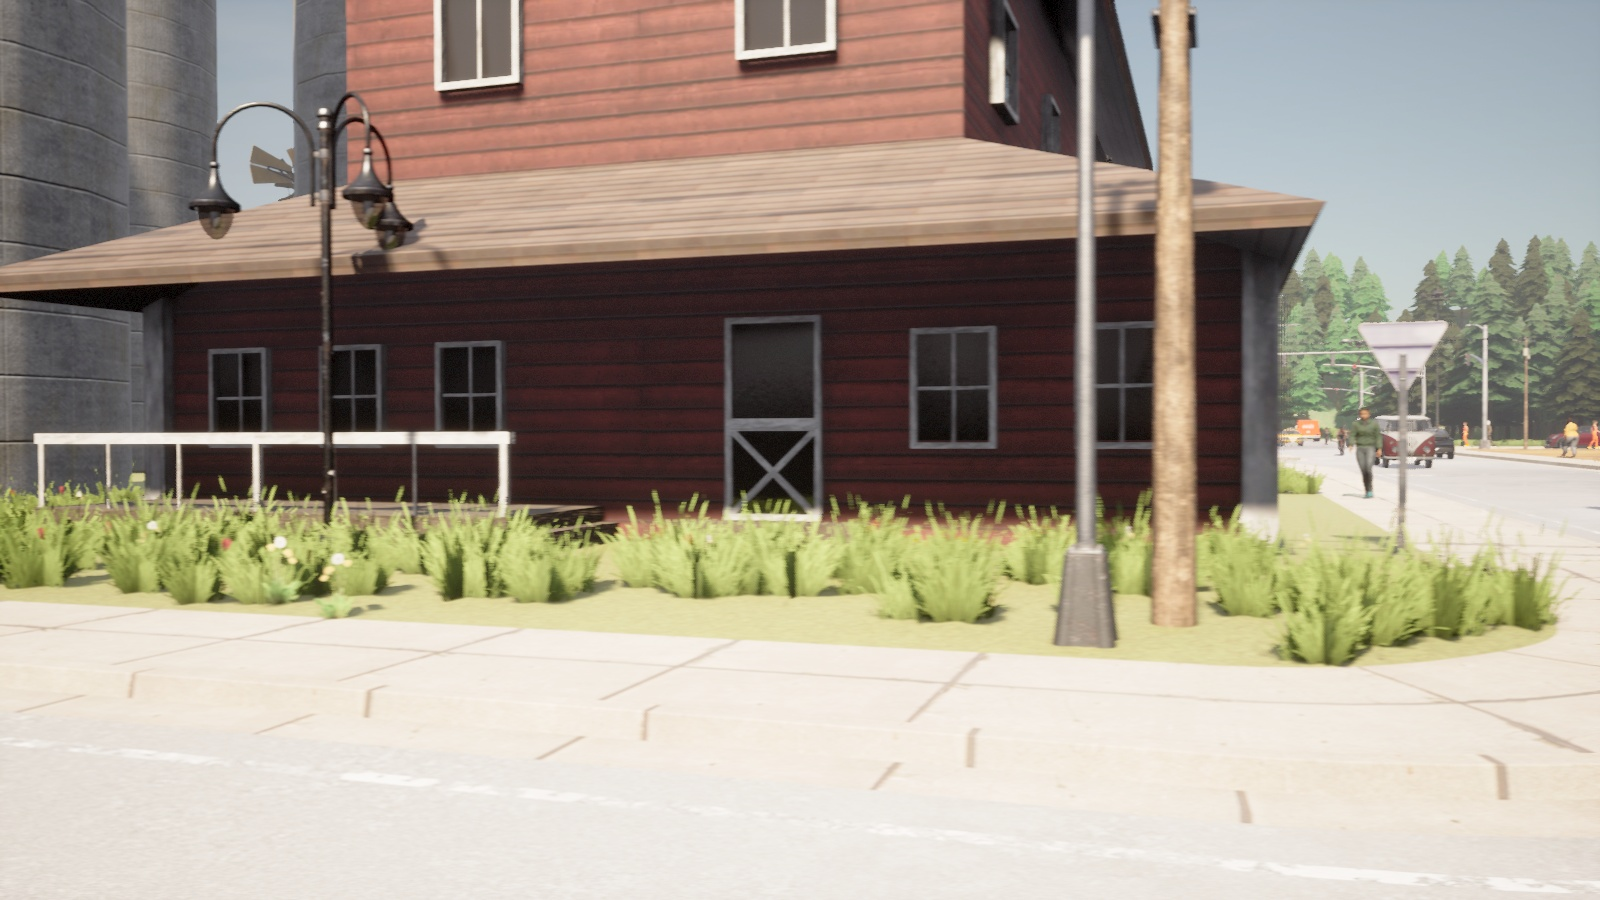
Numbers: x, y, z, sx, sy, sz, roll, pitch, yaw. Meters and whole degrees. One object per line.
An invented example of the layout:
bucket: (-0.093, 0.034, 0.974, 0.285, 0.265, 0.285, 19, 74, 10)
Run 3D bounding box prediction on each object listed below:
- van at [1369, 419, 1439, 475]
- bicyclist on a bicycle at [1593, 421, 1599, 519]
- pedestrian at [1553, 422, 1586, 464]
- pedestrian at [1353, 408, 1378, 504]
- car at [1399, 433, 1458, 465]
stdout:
van: (22.883, -0.171, 47.747, 1.775, 1.987, 4.442, 1, 2, 18)
bicyclist on a bicycle: (14.739, 0.370, 22.302, 0.659, 1.776, 1.843, 1, 1, 18)
pedestrian: (34.530, -0.309, 56.349, 0.874, 1.855, 0.900, 0, 1, -11)
pedestrian: (11.020, 0.112, 24.489, 0.353, 1.847, 0.614, 1, 1, 31)
car: (31.363, -0.081, 62.788, 1.837, 1.490, 4.892, 1, 1, 17)
